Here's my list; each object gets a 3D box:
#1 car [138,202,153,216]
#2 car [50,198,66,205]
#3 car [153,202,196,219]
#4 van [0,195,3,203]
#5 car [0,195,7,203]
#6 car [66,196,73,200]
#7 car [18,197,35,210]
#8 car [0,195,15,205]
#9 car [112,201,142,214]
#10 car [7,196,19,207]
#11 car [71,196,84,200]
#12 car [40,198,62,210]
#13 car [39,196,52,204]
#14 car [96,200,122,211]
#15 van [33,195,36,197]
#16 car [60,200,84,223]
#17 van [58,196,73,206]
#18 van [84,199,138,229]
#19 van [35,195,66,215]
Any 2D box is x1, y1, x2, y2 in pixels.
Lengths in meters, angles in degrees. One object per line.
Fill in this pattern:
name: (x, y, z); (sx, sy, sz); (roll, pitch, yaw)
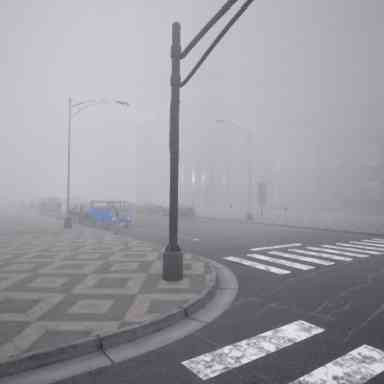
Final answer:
car: (-4.646, 1.731, 35.179); (1.887, 1.381, 4.507); (1, -1, -35)
car: (-26.969, 1.886, 66.764); (2.008, 1.369, 4.403); (1, -1, -35)
car: (-1.457, 1.710, 30.667); (1.887, 1.381, 4.507); (1, -1, -35)
van: (-46.697, 1.613, 79.905); (1.690, 1.788, 3.998); (1, -1, -35)
car: (-43.509, 1.564, 75.392); (2.192, 1.841, 5.009); (1, -1, -35)
car: (-20.589, 1.607, 57.742); (2.192, 1.841, 5.009); (1, -1, -35)
car: (-21.203, 1.681, 43.798); (1.802, 1.307, 4.206); (1, -1, -35)
car: (-37.039, 1.731, 66.225); (1.752, 1.417, 4.829); (1, -1, -35)
car: (-7.835, 1.752, 39.691); (1.887, 1.381, 4.507); (1, -1, -35)
car: (-27.576, 1.692, 52.825); (2.008, 1.369, 4.403); (1, -1, -35)
car: (-17.402, 1.816, 53.228); (1.887, 1.381, 4.507); (1, -1, -35)
car: (-19.712, 1.658, 46.500); (1.837, 1.490, 4.892); (1, -1, -35)
car: (-33.347, 1.818, 75.790); (1.967, 1.590, 4.097); (1, -1, -35)
car: (-11.122, 1.754, 44.342); (1.752, 1.417, 4.829); (1, -1, -35)
van: (-36.534, 1.741, 80.303); (1.690, 1.788, 3.998); (1, -1, -35)
car: (-8.454, 1.559, 25.747); (1.887, 1.381, 4.507); (1, -1, -35)
van: (-23.778, 1.655, 62.254); (1.690, 1.788, 3.998); (1, -1, -35)
van: (-5.265, 1.336, 21.236); (1.690, 1.788, 3.998); (1, -1, -35)
van: (-14.826, 1.397, 34.775); (1.690, 1.788, 3.998); (1, -1, -35)
